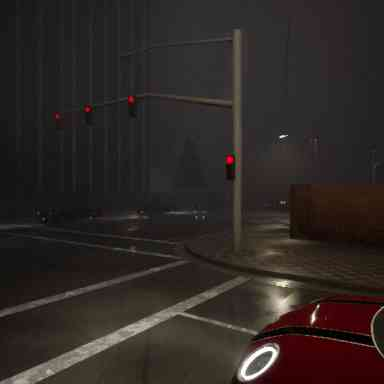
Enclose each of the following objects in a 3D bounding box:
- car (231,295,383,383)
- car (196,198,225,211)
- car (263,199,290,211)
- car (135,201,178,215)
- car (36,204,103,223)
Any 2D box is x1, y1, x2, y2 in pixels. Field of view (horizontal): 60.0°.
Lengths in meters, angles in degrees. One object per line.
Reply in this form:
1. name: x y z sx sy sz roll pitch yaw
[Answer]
1. car: 2.501 1.352 2.175 4.553 1.767 2.097 0 0 36
2. car: 2.344 1.491 41.784 2.128 1.511 4.902 0 0 36
3. car: 10.532 1.547 40.936 2.033 1.411 5.357 0 0 35
4. car: -3.498 1.601 33.572 1.895 1.301 4.718 0 0 35
5. car: -9.276 1.601 25.415 1.895 1.301 4.718 0 0 35
